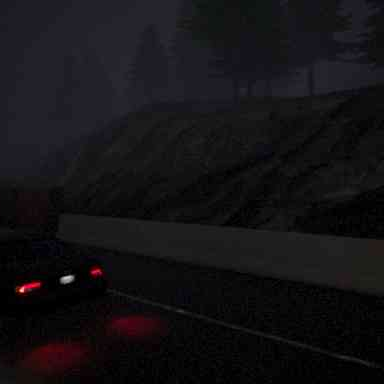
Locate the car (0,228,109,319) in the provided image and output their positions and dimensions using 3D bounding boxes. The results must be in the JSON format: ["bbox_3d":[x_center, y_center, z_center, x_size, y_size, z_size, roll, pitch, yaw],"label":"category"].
[{"bbox_3d":[-4.070,1.520,7.205,5.357,1.411,2.033,0,0,39],"label":"car"}]
